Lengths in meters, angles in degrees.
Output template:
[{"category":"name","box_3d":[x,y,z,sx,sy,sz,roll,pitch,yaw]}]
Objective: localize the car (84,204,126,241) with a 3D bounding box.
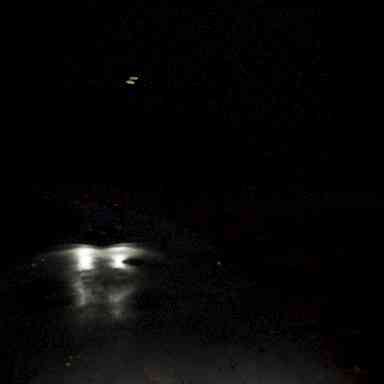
[{"category":"car","box_3d":[-4.648,1.688,18.245,1.882,1.535,5.008,0,0,-10]}]

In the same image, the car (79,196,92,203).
[{"category":"car","box_3d":[-21.134,1.464,66.078,1.812,1.442,4.674,0,2,-32]}]

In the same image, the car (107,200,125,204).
[{"category":"car","box_3d":[-11.090,1.807,48.472,2.033,1.411,5.357,0,0,-25]}]
